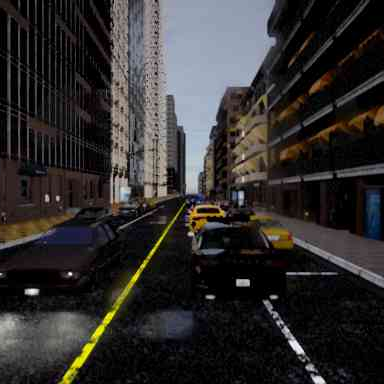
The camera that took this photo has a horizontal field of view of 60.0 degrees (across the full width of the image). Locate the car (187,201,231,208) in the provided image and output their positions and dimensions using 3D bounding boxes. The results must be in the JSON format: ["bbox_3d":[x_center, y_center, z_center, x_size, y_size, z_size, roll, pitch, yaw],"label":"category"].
[{"bbox_3d":[0.828,1.470,18.429,1.882,1.535,5.008,0,0,0],"label":"car"}]

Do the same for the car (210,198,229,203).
[{"bbox_3d":[2.757,1.540,30.307,2.008,1.369,4.403,0,0,0],"label":"car"}]

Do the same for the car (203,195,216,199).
[{"bbox_3d":[2.781,1.430,41.604,1.967,1.590,4.097,0,0,0],"label":"car"}]

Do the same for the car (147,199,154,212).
[{"bbox_3d":[-5.612,1.429,35.974,1.967,1.590,4.097,0,0,0],"label":"car"}]

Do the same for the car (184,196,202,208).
[{"bbox_3d":[0.137,1.591,47.121,1.895,1.301,4.718,0,0,1],"label":"car"}]

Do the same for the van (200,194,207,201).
[{"bbox_3d":[2.878,1.346,86.792,1.690,1.788,3.998,0,0,0],"label":"van"}]

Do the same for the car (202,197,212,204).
[{"bbox_3d":[2.829,1.574,64.198,1.802,1.307,4.206,0,0,0],"label":"car"}]

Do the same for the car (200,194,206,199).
[{"bbox_3d":[2.806,1.306,52.901,2.192,1.841,5.009,0,0,0],"label":"car"}]

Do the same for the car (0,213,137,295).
[{"bbox_3d":[-3.081,1.542,9.087,2.033,1.411,5.357,0,0,0],"label":"car"}]

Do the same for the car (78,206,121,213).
[{"bbox_3d":[-5.648,1.557,19.028,1.947,1.339,4.313,0,0,0],"label":"car"}]

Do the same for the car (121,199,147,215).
[{"bbox_3d":[-5.623,1.540,30.324,2.008,1.369,4.403,0,0,0],"label":"car"}]

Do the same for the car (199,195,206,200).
[{"bbox_3d":[2.890,1.575,92.441,1.947,1.339,4.313,0,0,0],"label":"car"}]

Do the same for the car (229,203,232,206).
[{"bbox_3d":[2.733,1.557,19.010,1.947,1.339,4.313,0,0,0],"label":"car"}]

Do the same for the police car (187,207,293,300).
[{"bbox_3d":[0.919,1.421,8.538,1.930,1.638,5.238,0,0,0],"label":"police car"}]

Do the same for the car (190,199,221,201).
[{"bbox_3d":[0.953,1.495,24.428,1.837,1.490,4.892,0,0,0],"label":"car"}]
